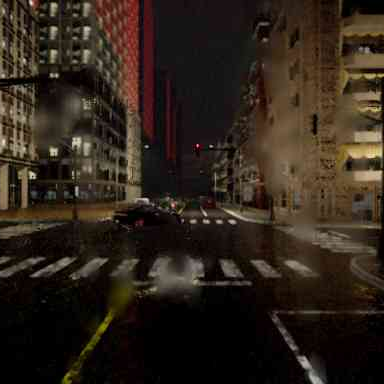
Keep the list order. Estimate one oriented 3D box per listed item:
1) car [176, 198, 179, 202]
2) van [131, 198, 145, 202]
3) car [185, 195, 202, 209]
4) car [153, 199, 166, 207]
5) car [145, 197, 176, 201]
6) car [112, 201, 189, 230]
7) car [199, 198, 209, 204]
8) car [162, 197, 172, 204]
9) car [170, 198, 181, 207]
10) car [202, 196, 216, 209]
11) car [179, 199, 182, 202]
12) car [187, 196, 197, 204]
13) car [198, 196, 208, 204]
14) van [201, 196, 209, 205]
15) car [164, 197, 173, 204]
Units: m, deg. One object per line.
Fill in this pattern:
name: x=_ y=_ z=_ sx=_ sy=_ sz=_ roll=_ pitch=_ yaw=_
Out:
car: x=-3.090 y=1.628 z=42.438 sx=2.097 sy=1.767 sz=4.553 roll=0 pitch=0 yaw=0
van: x=-5.693 y=1.576 z=36.381 sx=1.690 sy=1.788 sz=3.998 roll=0 pitch=0 yaw=0
car: x=0.097 y=1.564 z=52.421 sx=2.150 sy=2.045 sz=5.566 roll=0 pitch=0 yaw=0
car: x=-5.694 y=1.910 z=58.413 sx=1.752 sy=1.417 sz=4.829 roll=0 pitch=0 yaw=0
car: x=-3.131 y=1.569 z=33.650 sx=2.097 sy=1.767 sz=4.553 roll=0 pitch=0 yaw=1
car: x=-2.833 y=1.599 z=21.737 sx=2.128 sy=1.511 sz=4.902 roll=2 pitch=0 yaw=44
car: x=2.686 y=2.052 z=75.236 sx=2.008 sy=1.369 sz=4.403 roll=0 pitch=0 yaw=0
car: x=-5.695 y=1.942 z=75.235 sx=1.967 sy=1.590 sz=4.097 roll=0 pitch=0 yaw=0
car: x=-3.003 y=1.892 z=62.773 sx=1.882 sy=1.535 sz=5.008 roll=0 pitch=0 yaw=0
car: x=2.686 y=1.663 z=53.035 sx=2.192 sy=1.841 sz=5.009 roll=0 pitch=0 yaw=0
car: x=-3.053 y=1.695 z=52.330 sx=2.097 sy=1.767 sz=4.553 roll=0 pitch=0 yaw=0
car: x=-0.002 y=1.861 z=75.899 sx=2.097 sy=1.767 sz=4.553 roll=0 pitch=0 yaw=0
car: x=2.684 y=1.856 z=80.788 sx=2.192 sy=1.841 sz=5.009 roll=0 pitch=0 yaw=0
van: x=2.685 y=1.804 z=69.687 sx=1.690 sy=1.788 sz=3.998 roll=0 pitch=0 yaw=0
car: x=-5.696 y=2.065 z=80.615 sx=1.752 sy=1.417 sz=4.829 roll=0 pitch=0 yaw=0
